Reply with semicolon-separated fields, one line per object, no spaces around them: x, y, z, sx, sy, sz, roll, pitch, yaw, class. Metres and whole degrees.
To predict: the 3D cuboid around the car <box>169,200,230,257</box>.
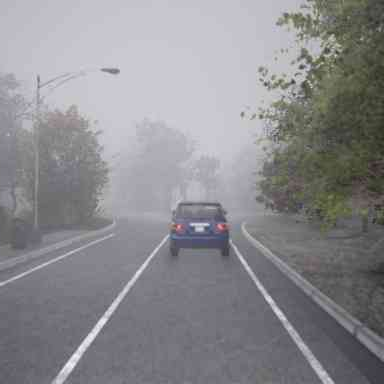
0.318;1.355;13.708;2.150;2.045;5.566;0;-1;1;car

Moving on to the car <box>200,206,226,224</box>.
2.030;2.047;30.893;1.837;1.490;4.892;0;-2;10;car
